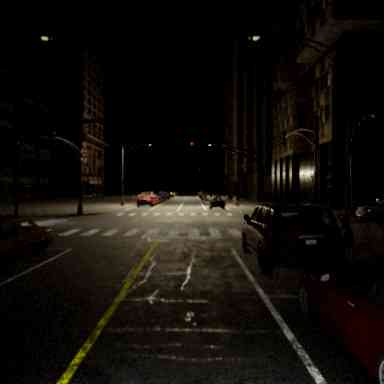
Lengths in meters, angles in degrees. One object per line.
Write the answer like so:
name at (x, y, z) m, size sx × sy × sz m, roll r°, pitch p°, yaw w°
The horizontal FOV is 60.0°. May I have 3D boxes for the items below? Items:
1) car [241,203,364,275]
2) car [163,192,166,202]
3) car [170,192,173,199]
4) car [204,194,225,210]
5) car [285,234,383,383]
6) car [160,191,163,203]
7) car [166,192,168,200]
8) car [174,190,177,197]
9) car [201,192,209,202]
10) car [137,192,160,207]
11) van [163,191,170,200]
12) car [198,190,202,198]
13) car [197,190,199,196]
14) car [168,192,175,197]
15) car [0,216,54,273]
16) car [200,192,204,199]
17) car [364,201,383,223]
car at (2.760, 1.224, 10.077) m, size 2.192 × 1.841 × 5.009 m, roll 0°, pitch 1°, yaw 0°
car at (-5.772, 1.091, 53.963) m, size 1.947 × 1.339 × 4.313 m, roll 0°, pitch 0°, yaw 0°
car at (-5.774, 0.822, 70.882) m, size 1.967 × 1.590 × 4.097 m, roll 0°, pitch 0°, yaw 0°
car at (2.756, 1.222, 37.051) m, size 2.008 × 1.369 × 4.403 m, roll 0°, pitch 0°, yaw 0°
car at (2.761, 1.541, 4.402) m, size 1.802 × 1.307 × 4.206 m, roll 0°, pitch 1°, yaw 0°
car at (-5.771, 1.013, 48.321) m, size 1.967 × 1.590 × 4.097 m, roll 0°, pitch 0°, yaw 0°
car at (-5.772, 1.059, 59.603) m, size 1.802 × 1.307 × 4.206 m, roll 0°, pitch 0°, yaw 0°
car at (-5.777, 0.810, 87.805) m, size 1.947 × 1.339 × 4.313 m, roll 0°, pitch 0°, yaw 0°
car at (2.755, 1.124, 48.332) m, size 2.008 × 1.369 × 4.403 m, roll 0°, pitch 0°, yaw 0°
car at (-5.770, 0.937, 42.679) m, size 2.192 × 1.841 × 5.009 m, roll 0°, pitch 0°, yaw 0°
van at (-5.774, 0.770, 65.241) m, size 1.690 × 1.788 × 3.998 m, roll 0°, pitch 0°, yaw 0°
car at (2.751, 0.869, 65.252) m, size 1.967 × 1.590 × 4.097 m, roll 0°, pitch 0°, yaw 0°
car at (2.750, 0.776, 76.533) m, size 1.967 × 1.590 × 4.097 m, roll 0°, pitch 0°, yaw 0°
car at (-5.778, 0.726, 93.275) m, size 1.752 × 1.417 × 4.829 m, roll 0°, pitch 0°, yaw 0°
car at (-5.765, 1.436, 9.897) m, size 1.752 × 1.417 × 4.829 m, roll 0°, pitch 1°, yaw 0°
car at (2.754, 1.070, 53.973) m, size 1.887 × 1.381 × 4.507 m, roll 0°, pitch 0°, yaw 0°
car at (13.379, 1.301, 22.137) m, size 4.674 × 1.442 × 1.812 m, roll 0°, pitch 1°, yaw 0°
